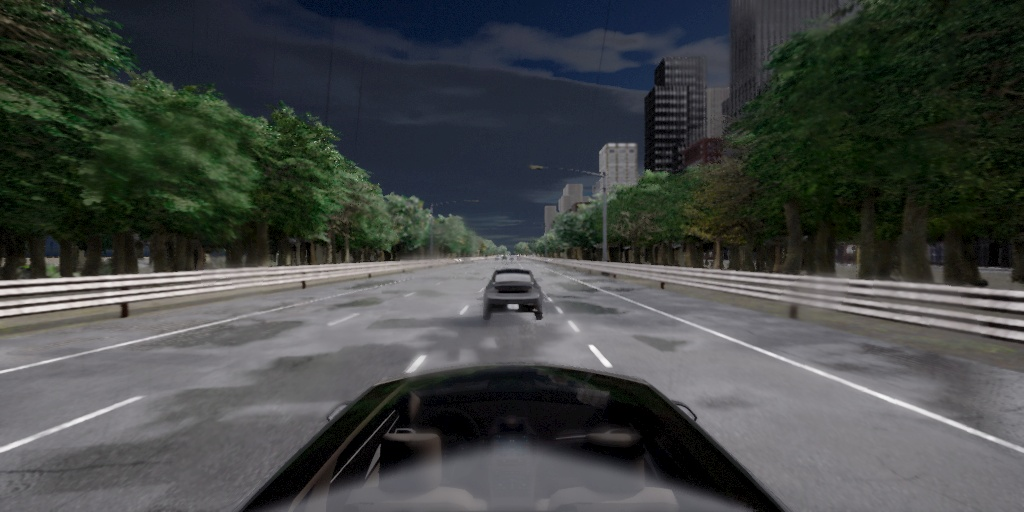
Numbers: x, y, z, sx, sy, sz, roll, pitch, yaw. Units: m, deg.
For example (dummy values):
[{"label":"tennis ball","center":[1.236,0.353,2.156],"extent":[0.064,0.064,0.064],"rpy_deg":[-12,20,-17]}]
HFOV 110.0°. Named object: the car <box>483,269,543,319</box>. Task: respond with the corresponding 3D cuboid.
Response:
[{"label":"car","center":[0.027,1.200,12.740],"extent":[1.837,1.490,4.892],"rpy_deg":[0,0,0]}]
